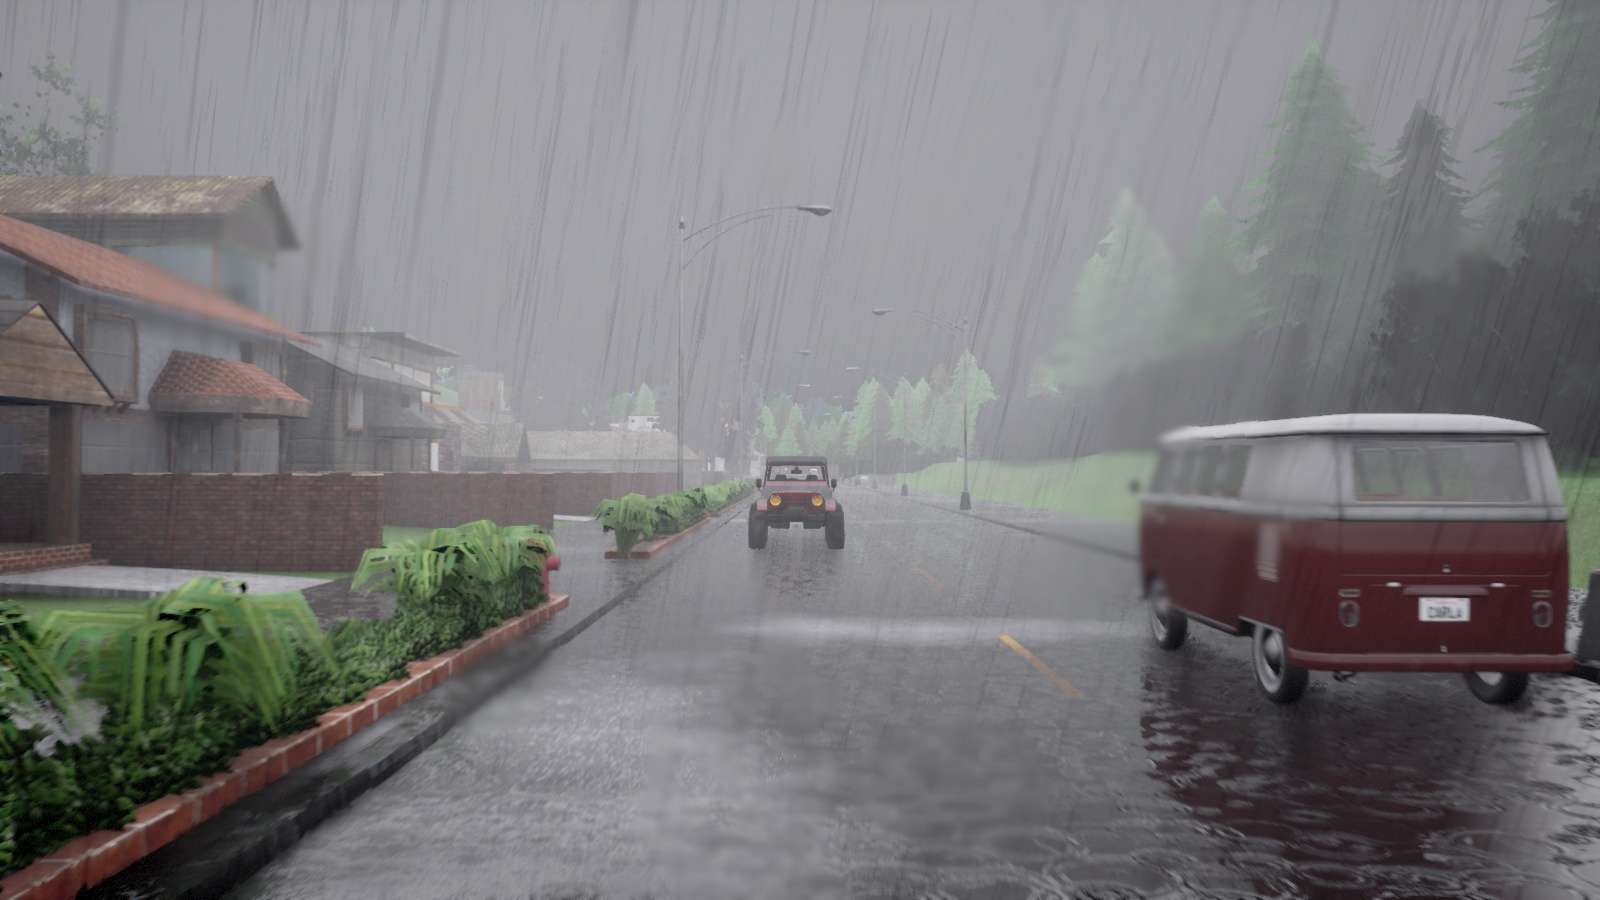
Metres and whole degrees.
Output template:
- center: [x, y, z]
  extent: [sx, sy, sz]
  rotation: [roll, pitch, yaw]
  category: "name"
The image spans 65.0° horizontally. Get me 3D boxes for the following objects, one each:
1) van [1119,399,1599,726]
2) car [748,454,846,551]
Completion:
- center: [3.975, 0.718, 9.892]
  extent: [1.775, 1.987, 4.442]
  rotation: [0, -1, 0]
  category: "van"
- center: [-0.065, 1.051, 26.265]
  extent: [1.905, 1.878, 3.866]
  rotation: [0, -1, 0]
  category: "car"
